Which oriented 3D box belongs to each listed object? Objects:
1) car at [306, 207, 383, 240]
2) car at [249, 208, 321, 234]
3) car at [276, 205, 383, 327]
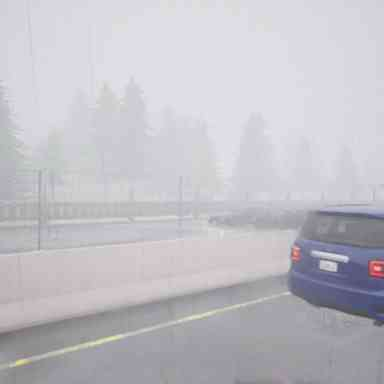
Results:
[{"bbox_3d":[8.725,1.673,18.782,4.892,1.490,1.837,1,0,-35],"label":"car"},{"bbox_3d":[5.971,1.760,21.120,4.718,1.301,1.895,1,0,-35],"label":"car"},{"bbox_3d":[4.350,1.291,6.837,5.566,2.045,2.150,1,0,-35],"label":"car"}]
